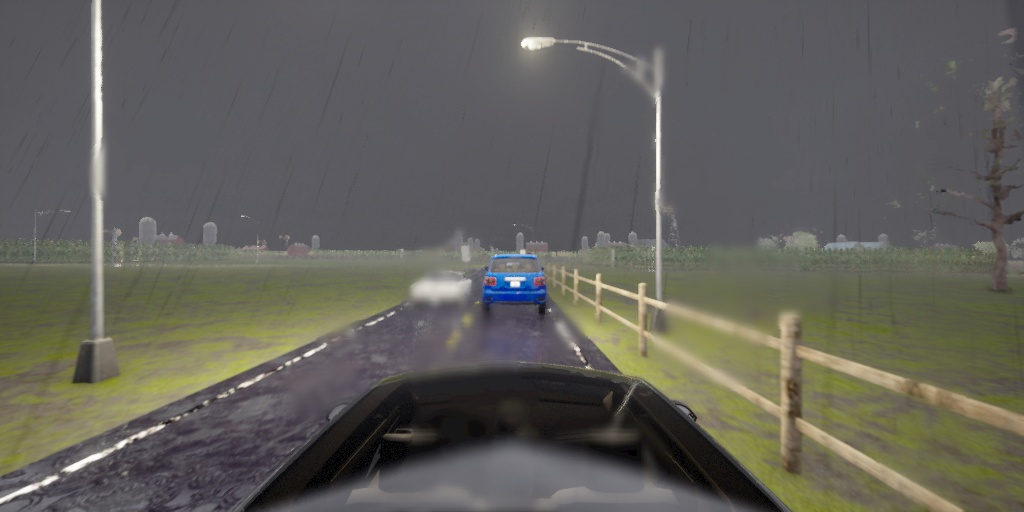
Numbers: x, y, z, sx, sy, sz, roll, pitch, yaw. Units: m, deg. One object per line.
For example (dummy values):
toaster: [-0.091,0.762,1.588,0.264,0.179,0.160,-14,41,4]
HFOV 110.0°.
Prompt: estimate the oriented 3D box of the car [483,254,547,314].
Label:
car: [0.098,0.955,13.826,2.150,2.045,5.566,0,0,0]

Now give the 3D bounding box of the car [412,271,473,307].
car: [-2.851,1.331,15.508,1.895,1.301,4.718,0,0,0]
